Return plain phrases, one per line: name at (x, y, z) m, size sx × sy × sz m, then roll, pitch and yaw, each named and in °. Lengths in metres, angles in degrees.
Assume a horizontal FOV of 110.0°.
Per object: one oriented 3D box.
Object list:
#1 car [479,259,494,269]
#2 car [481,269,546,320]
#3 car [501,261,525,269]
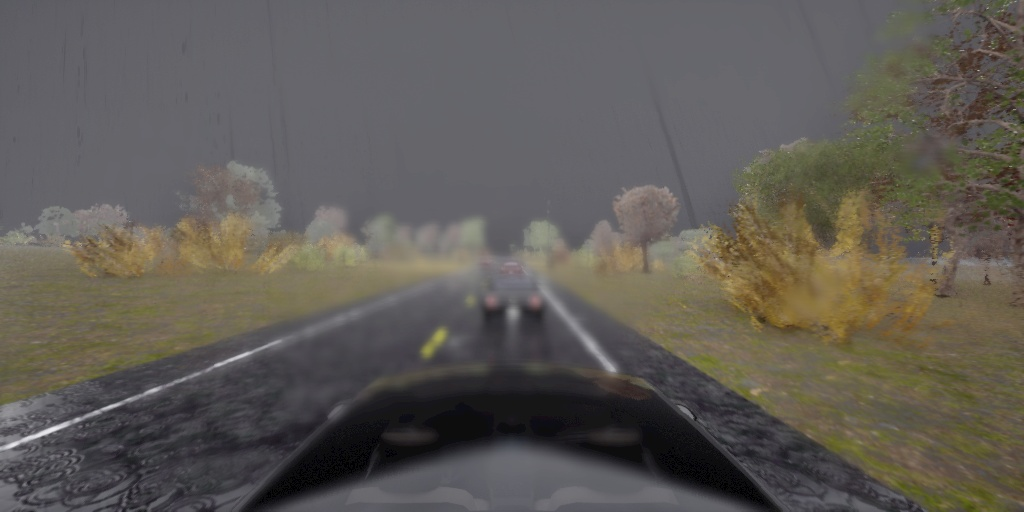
car at (-3.581, 1.095, 50.631) m, size 1.895 × 1.301 × 4.718 m, roll 0°, pitch 0°, yaw 0°
car at (0.060, 1.292, 12.316) m, size 1.895 × 1.301 × 4.718 m, roll 0°, pitch 0°, yaw 0°
car at (0.073, 1.123, 29.760) m, size 1.812 × 1.442 × 4.674 m, roll 0°, pitch 0°, yaw 0°
